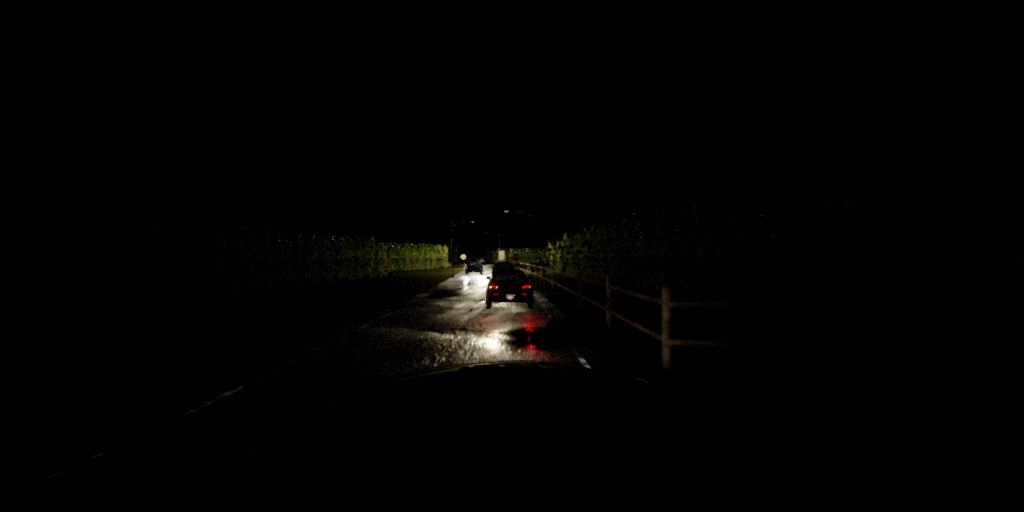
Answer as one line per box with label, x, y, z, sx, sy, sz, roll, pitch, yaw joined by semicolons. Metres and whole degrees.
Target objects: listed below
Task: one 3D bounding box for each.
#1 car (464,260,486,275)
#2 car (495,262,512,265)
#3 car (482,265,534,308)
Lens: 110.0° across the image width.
car;-4.083;1.380;39.220;1.895;1.301;4.718;0;0;-3
car;-0.736;1.243;29.940;1.882;1.535;5.008;0;0;-3
car;-0.123;1.281;15.092;1.812;1.442;4.674;0;0;-1
